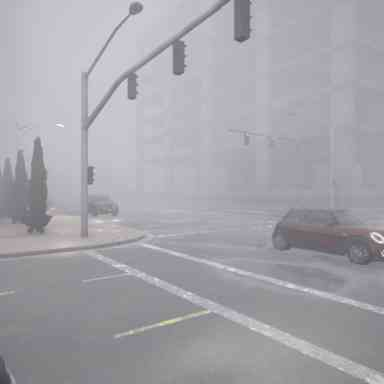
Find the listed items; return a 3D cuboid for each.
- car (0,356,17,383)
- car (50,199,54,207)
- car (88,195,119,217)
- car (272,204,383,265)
[{"bbox_3d":[-3.427,1.493,1.330,4.902,1.511,2.128,0,0,-35],"label":"car"},{"bbox_3d":[-22.907,1.444,51.883,1.837,1.490,4.892,0,0,-35],"label":"car"},{"bbox_3d":[-8.980,1.291,32.092,2.150,2.045,5.566,0,0,-35],"label":"car"},{"bbox_3d":[5.159,1.374,12.000,2.097,1.767,4.553,0,0,-35],"label":"car"}]
